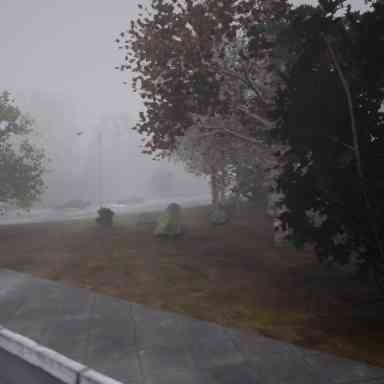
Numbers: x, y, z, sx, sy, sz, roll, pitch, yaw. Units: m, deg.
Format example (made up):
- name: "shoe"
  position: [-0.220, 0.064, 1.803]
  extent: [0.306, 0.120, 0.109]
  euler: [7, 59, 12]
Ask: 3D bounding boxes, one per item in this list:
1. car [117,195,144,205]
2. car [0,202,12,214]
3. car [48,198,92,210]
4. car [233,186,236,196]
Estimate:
- name: "car"
  position: [-9.422, 1.157, 50.949]
  extent: [1.994, 1.385, 4.181]
  euler: [-1, 2, 39]
- name: "car"
  position: [-21.949, 1.710, 35.432]
  extent: [1.837, 1.490, 4.892]
  euler: [-1, 0, 39]
- name: "car"
  position: [-15.708, 1.531, 43.173]
  extent: [2.033, 1.411, 5.357]
  euler: [-1, 1, 39]
- name: "car"
  position: [9.599, -0.317, 63.453]
  extent: [2.150, 2.045, 5.566]
  euler: [-1, 3, 35]
